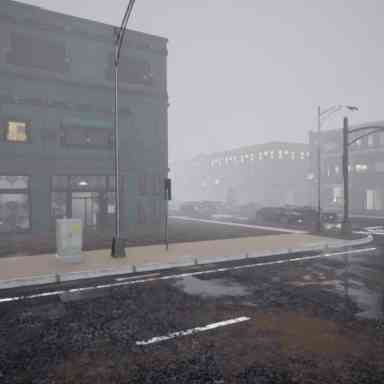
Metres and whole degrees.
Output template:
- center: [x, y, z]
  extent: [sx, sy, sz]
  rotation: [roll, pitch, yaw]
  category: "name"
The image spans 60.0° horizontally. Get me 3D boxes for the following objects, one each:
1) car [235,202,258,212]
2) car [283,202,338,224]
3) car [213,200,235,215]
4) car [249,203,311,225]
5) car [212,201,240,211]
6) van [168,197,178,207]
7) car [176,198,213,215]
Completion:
- center: [7.544, 1.903, 42.869]
  extent: [1.802, 1.307, 4.206]
  rotation: [-1, 0, -29]
  category: "car"
- center: [9.705, 1.775, 27.233]
  extent: [1.994, 1.385, 4.181]
  rotation: [-1, 0, -29]
  category: "car"
- center: [2.623, 1.729, 39.829]
  extent: [2.097, 1.767, 4.553]
  rotation: [-1, 0, -29]
  category: "car"
- center: [6.938, 1.814, 26.605]
  extent: [1.947, 1.339, 4.313]
  rotation: [-1, 0, -29]
  category: "car"
- center: [4.831, 1.966, 47.693]
  extent: [1.802, 1.307, 4.206]
  rotation: [-1, 0, -29]
  category: "car"
- center: [-3.316, 1.908, 62.166]
  extent: [1.690, 1.788, 3.998]
  rotation: [-1, 0, -29]
  category: "van"
- center: [0.238, 1.846, 38.759]
  extent: [1.967, 1.590, 4.097]
  rotation: [-1, 0, -29]
  category: "car"
